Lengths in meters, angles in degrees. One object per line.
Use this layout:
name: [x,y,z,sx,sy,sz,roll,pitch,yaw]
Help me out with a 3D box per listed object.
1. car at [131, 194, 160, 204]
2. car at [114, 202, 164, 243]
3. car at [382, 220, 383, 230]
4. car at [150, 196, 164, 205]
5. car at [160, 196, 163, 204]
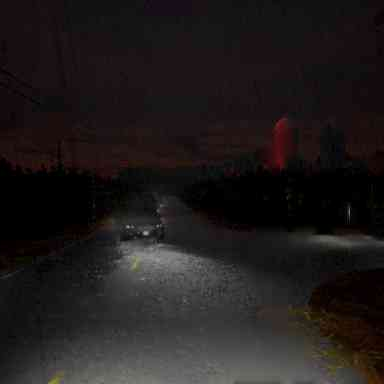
car: [-4.449,1.218,31.233,2.150,2.045,5.566,0,0,-4]
car: [-2.730,1.489,16.445,2.128,1.511,4.902,0,0,-19]
car: [12.072,1.213,15.635,5.566,2.045,2.150,0,0,-2]
car: [-6.240,1.479,59.906,2.128,1.511,4.902,0,0,-3]
car: [-5.353,1.482,45.339,2.128,1.511,4.902,0,0,-4]
